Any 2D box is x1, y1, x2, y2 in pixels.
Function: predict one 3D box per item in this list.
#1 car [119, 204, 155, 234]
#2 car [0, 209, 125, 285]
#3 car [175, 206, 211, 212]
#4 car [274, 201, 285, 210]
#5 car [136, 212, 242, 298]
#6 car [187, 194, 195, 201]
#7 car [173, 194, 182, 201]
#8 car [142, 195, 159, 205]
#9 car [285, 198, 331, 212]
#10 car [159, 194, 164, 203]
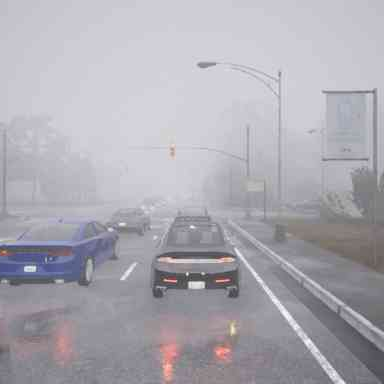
[{"bbox_3d":[-3.463,1.564,18.504,1.994,1.385,4.181,0,0,0],"label":"car"},{"bbox_3d":[-3.432,1.478,9.513,1.882,1.535,5.008,0,0,0],"label":"car"},{"bbox_3d":[0.038,1.478,18.004,1.882,1.535,5.008,0,0,0],"label":"car"},{"bbox_3d":[12.852,1.491,41.701,4.902,1.511,2.128,0,0,3],"label":"car"},{"bbox_3d":[0.073,1.492,8.508,2.128,1.511,4.902,0,0,0],"label":"car"},{"bbox_3d":[-0.302,1.518,85.713,2.128,1.511,4.902,0,0,0],"label":"car"},{"bbox_3d":[-3.800,1.471,85.318,1.882,1.535,5.008,0,0,0],"label":"car"},{"bbox_3d":[-7.278,1.505,56.623,1.837,1.490,4.892,0,0,0],"label":"car"},{"bbox_3d":[13.570,1.526,38.143,4.674,1.442,1.812,0,0,3],"label":"car"},{"bbox_3d":[-7.260,1.502,65.988,1.837,1.490,4.892,0,1,0],"label":"car"}]
